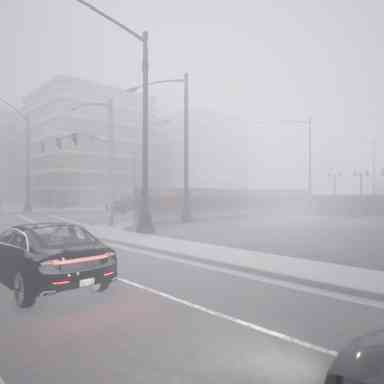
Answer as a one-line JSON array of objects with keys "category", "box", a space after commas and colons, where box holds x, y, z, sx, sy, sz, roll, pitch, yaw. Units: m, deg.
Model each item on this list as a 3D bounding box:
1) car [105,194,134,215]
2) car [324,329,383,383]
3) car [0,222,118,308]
[{"category": "car", "box": [-6.290, 1.221, 34.999, 5.566, 2.045, 2.150, 0, 0, -44]}, {"category": "car", "box": [3.196, 1.505, 1.584, 4.892, 1.490, 1.837, 0, 0, 38]}, {"category": "car", "box": [-3.647, 1.492, 8.041, 2.128, 1.511, 4.902, 0, 0, -43]}]
